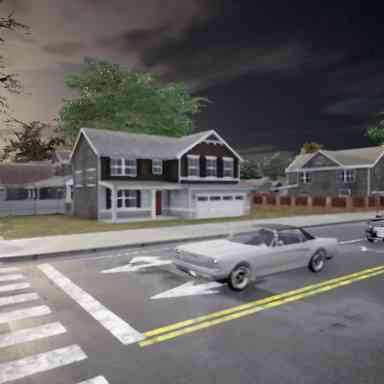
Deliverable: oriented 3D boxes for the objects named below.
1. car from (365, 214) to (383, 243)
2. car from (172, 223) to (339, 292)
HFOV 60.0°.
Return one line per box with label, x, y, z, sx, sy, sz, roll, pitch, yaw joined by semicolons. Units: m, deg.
car;9.382;1.381;14.359;4.902;1.511;2.128;-1;0;-35
car;1.829;1.556;8.979;4.718;1.301;1.895;0;0;-36
